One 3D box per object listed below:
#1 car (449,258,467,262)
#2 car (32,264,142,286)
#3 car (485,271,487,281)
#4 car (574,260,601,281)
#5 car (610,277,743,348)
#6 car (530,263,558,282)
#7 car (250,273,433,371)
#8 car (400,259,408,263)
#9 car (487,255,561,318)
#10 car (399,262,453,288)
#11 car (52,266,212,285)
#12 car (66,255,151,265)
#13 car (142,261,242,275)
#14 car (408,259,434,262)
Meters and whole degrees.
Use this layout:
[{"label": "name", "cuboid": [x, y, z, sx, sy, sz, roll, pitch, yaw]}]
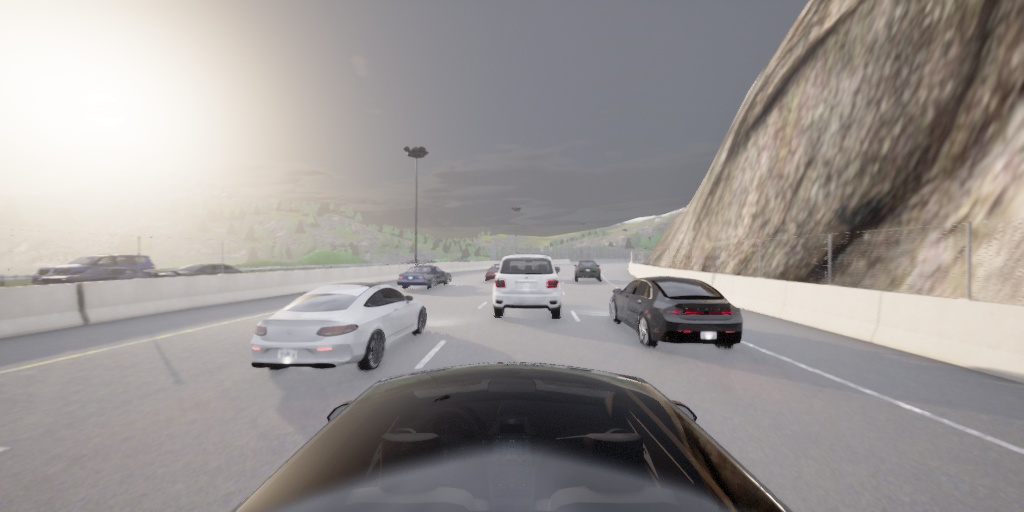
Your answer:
[{"label": "car", "cuboid": [-8.723, 1.133, 57.136, 2.097, 1.767, 4.553, 0, 0, 18]}, {"label": "car", "cuboid": [-23.510, 1.310, 20.614, 1.895, 1.301, 4.718, 0, 0, 6]}, {"label": "car", "cuboid": [-0.872, 1.338, 29.650, 1.994, 1.385, 4.181, 0, 0, 10]}, {"label": "car", "cuboid": [6.368, 1.145, 30.426, 2.097, 1.767, 4.553, 0, 0, 10]}, {"label": "car", "cuboid": [3.879, 1.272, 9.277, 1.837, 1.490, 4.892, 0, 0, 3]}, {"label": "car", "cuboid": [2.798, 1.348, 30.346, 1.994, 1.385, 4.181, 0, 0, 10]}, {"label": "car", "cuboid": [-3.215, 1.273, 7.555, 1.812, 1.442, 4.674, 0, 0, 2]}, {"label": "car", "cuboid": [-17.847, 1.268, 62.947, 1.837, 1.490, 4.892, 0, 0, 19]}, {"label": "car", "cuboid": [0.602, 0.984, 13.217, 2.150, 2.045, 5.566, 0, 0, 4]}, {"label": "car", "cuboid": [-5.463, 1.304, 22.918, 2.033, 1.411, 5.357, 0, 0, 7]}, {"label": "car", "cuboid": [-16.882, 1.323, 16.404, 1.895, 1.301, 4.718, 0, 0, 5]}, {"label": "car", "cuboid": [-26.720, 0.925, 23.340, 2.150, 2.045, 5.566, 0, 0, 6]}, {"label": "car", "cuboid": [-19.732, 1.226, 22.746, 1.837, 1.490, 4.892, 0, 0, 7]}, {"label": "car", "cuboid": [-14.868, 1.261, 60.827, 2.128, 1.511, 4.902, 0, 0, 19]}]
